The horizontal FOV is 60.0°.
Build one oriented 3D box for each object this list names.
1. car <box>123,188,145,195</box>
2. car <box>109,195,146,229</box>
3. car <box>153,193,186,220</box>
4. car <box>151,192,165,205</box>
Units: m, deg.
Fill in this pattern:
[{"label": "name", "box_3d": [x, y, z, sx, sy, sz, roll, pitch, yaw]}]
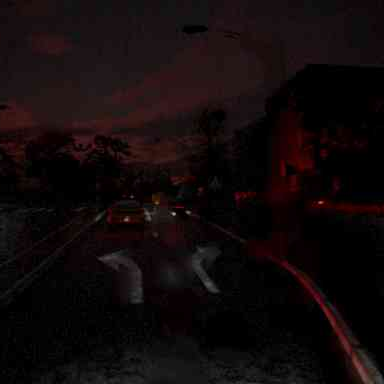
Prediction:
[{"label": "car", "box_3d": [-6.377, 0.529, 36.419, 2.150, 2.045, 5.566, 0, 1, -7]}, {"label": "car", "box_3d": [-3.745, 1.199, 19.460, 1.882, 1.535, 5.008, 0, 1, -9]}, {"label": "car", "box_3d": [-1.548, 1.113, 23.885, 1.837, 1.490, 4.892, 0, 1, -9]}, {"label": "car", "box_3d": [-3.798, 0.735, 39.756, 1.882, 1.535, 5.008, 0, 0, -6]}]
